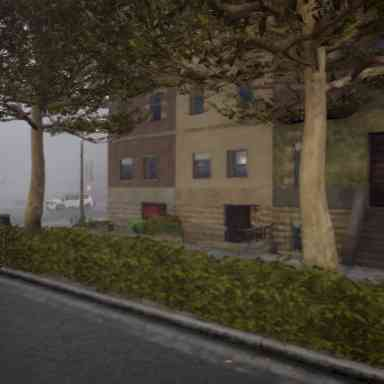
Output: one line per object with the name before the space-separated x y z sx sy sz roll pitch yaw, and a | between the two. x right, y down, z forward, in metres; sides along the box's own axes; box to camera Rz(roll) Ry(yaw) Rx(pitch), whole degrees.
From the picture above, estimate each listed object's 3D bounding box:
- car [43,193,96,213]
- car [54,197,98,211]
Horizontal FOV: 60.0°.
car | -13.670 1.163 37.127 2.150 2.045 5.566 0 0 38
car | -14.458 1.440 41.614 1.837 1.490 4.892 0 0 40
